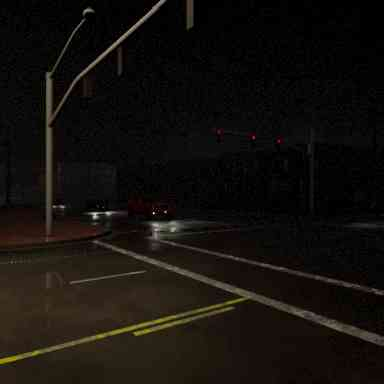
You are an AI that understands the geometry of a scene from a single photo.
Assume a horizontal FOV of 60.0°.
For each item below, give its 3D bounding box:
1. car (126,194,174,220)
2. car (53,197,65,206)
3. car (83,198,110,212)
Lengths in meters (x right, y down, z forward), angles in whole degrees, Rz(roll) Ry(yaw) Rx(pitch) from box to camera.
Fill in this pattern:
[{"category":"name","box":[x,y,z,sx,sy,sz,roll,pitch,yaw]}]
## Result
[{"category":"car","box":[-3.718,1.222,28.561,2.150,2.045,5.566,0,0,-36]},{"category":"car","box":[-22.378,1.525,54.686,1.812,1.442,4.674,0,0,-35]},{"category":"car","box":[-11.313,1.505,39.143,1.837,1.490,4.892,0,0,-36]}]
